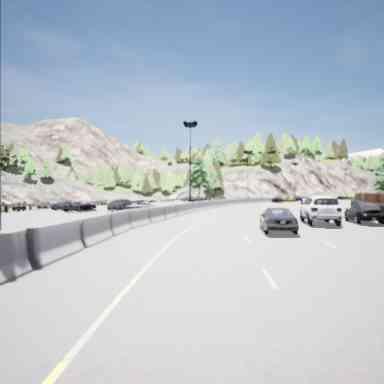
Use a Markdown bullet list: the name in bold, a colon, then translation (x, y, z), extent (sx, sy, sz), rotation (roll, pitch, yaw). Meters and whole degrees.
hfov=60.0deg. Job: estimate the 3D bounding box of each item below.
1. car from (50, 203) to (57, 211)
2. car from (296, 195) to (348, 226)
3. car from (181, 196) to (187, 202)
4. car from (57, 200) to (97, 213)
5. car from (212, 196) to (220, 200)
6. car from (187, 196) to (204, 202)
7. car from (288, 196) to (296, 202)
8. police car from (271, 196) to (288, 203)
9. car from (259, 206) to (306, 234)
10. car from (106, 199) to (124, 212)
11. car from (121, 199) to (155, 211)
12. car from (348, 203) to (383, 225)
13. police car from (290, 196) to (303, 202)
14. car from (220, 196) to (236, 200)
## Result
- **car**: translation (-15.748, 1.644, 41.622), extent (1.994, 1.385, 4.181), rotation (0, 0, 15)
- **car**: translation (9.365, 1.329, 24.494), extent (2.150, 2.045, 5.566), rotation (0, 0, 10)
- **car**: translation (-0.992, 1.704, 80.473), extent (1.812, 1.442, 4.674), rotation (0, 0, 27)
- **car**: translation (-12.961, 1.680, 38.416), extent (1.895, 1.301, 4.718), rotation (0, 0, 13)
- **car**: translation (6.575, 1.559, 79.821), extent (1.882, 1.535, 5.008), rotation (0, 0, 28)
- **car**: translation (1.271, 1.709, 77.241), extent (1.994, 1.385, 4.181), rotation (0, 0, 27)
- **car**: translation (25.128, 1.805, 85.517), extent (1.801, 1.575, 5.366), rotation (0, 0, 34)
- **police car**: translation (19.943, 1.732, 77.182), extent (1.930, 1.638, 5.238), rotation (0, 0, 30)
- **car**: translation (5.055, 1.626, 19.697), extent (2.033, 1.411, 5.357), rotation (0, 0, 8)
- **car**: translation (-8.722, 1.606, 40.877), extent (1.837, 1.490, 4.892), rotation (0, 0, 15)
- **car**: translation (-5.884, 1.701, 37.940), extent (1.895, 1.301, 4.718), rotation (0, 0, 14)
- **car**: translation (13.131, 1.628, 25.557), extent (1.837, 1.490, 4.892), rotation (0, 0, 10)
- **police car**: translation (28.412, 1.801, 90.251), extent (1.930, 1.638, 5.238), rotation (0, 0, 36)
- **car**: translation (8.836, 1.706, 76.619), extent (1.812, 1.442, 4.674), rotation (0, 0, 27)
